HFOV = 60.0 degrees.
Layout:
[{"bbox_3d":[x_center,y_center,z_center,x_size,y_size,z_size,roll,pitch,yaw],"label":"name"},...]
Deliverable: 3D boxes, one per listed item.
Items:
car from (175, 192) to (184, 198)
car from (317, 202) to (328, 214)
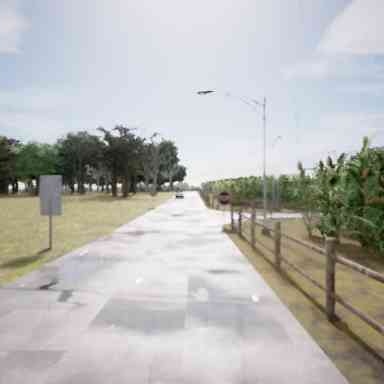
[{"bbox_3d":[-2.755,0.652,73.970,2.033,1.411,5.357,0,2,0],"label":"car"},{"bbox_3d":[13.868,1.273,29.851,5.008,1.535,1.882,-1,0,0],"label":"car"}]
